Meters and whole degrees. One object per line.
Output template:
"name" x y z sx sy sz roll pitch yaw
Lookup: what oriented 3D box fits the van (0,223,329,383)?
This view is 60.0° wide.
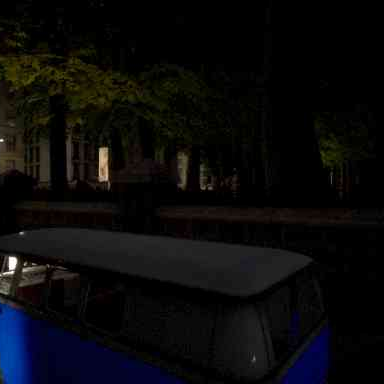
"van" -0.719 1.341 3.374 3.998 1.788 1.690 0 0 36
